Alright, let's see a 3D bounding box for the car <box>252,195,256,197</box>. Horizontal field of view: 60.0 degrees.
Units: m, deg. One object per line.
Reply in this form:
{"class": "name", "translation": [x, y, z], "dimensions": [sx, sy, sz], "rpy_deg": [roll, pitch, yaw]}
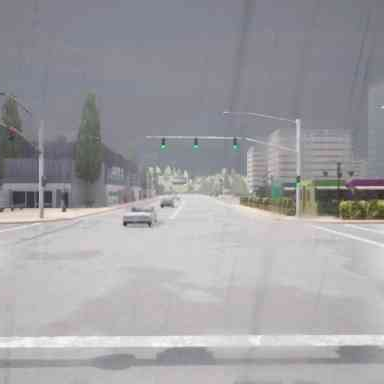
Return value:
{"class": "car", "translation": [17.842, 1.148, 83.665], "dimensions": [3.866, 1.878, 1.905], "rpy_deg": [0, 0, -1]}

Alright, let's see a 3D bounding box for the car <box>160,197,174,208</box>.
{"class": "car", "translation": [-3.470, 1.543, 47.359], "dimensions": [2.033, 1.411, 5.357], "rpy_deg": [0, 0, 0]}

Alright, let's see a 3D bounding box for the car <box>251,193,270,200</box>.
{"class": "car", "translation": [17.824, 1.144, 86.560], "dimensions": [4.605, 1.855, 1.932], "rpy_deg": [0, 0, -1]}

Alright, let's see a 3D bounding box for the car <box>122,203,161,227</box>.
{"class": "car", "translation": [-3.485, 1.600, 22.882], "dimensions": [1.895, 1.301, 4.718], "rpy_deg": [0, 0, 0]}
